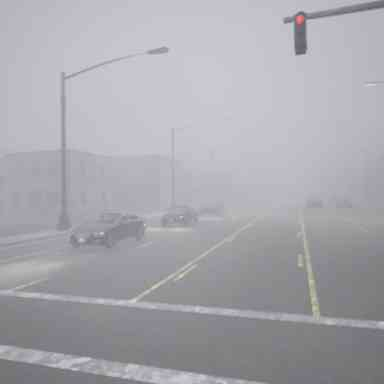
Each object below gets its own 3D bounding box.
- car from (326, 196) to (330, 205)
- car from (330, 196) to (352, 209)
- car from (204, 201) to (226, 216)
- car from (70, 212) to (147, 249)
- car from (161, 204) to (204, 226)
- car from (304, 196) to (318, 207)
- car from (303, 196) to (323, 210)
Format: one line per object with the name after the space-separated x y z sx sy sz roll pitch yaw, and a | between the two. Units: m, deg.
22.785 1.338 53.386 2.128 1.511 4.902 -1 -1 18 | car
19.707 1.410 43.656 1.994 1.385 4.181 -1 0 18 | car
2.307 1.674 35.748 1.882 1.535 5.008 -1 0 18 | car
-3.893 1.761 16.273 2.128 1.511 4.902 -1 0 18 | car
-0.815 1.774 25.950 1.812 1.442 4.674 -1 0 18 | car
18.447 1.408 51.583 1.837 1.490 4.892 -1 -1 18 | car
15.289 1.413 41.646 1.882 1.535 5.008 -1 0 18 | car
